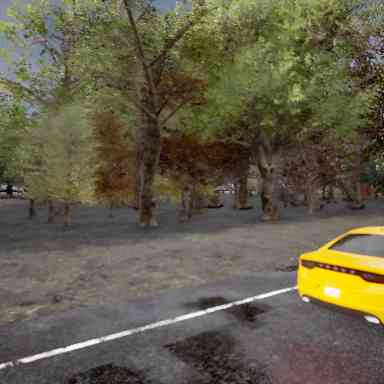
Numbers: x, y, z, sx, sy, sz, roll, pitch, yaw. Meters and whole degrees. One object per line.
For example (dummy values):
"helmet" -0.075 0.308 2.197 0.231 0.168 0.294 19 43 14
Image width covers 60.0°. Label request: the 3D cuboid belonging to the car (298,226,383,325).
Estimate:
"car" 4.279 1.447 6.792 5.008 1.535 1.882 0 0 -35
